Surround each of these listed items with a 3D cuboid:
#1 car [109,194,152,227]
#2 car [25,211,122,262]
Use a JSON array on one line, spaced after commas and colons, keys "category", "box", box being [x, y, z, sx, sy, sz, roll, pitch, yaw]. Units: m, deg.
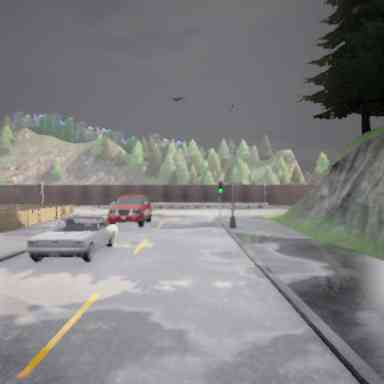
[{"category": "car", "box": [-4.095, 1.193, 22.866, 2.150, 2.045, 5.566, 0, 0, 1]}, {"category": "car", "box": [-4.119, 1.588, 12.180, 1.895, 1.301, 4.718, 0, 0, 0]}]
